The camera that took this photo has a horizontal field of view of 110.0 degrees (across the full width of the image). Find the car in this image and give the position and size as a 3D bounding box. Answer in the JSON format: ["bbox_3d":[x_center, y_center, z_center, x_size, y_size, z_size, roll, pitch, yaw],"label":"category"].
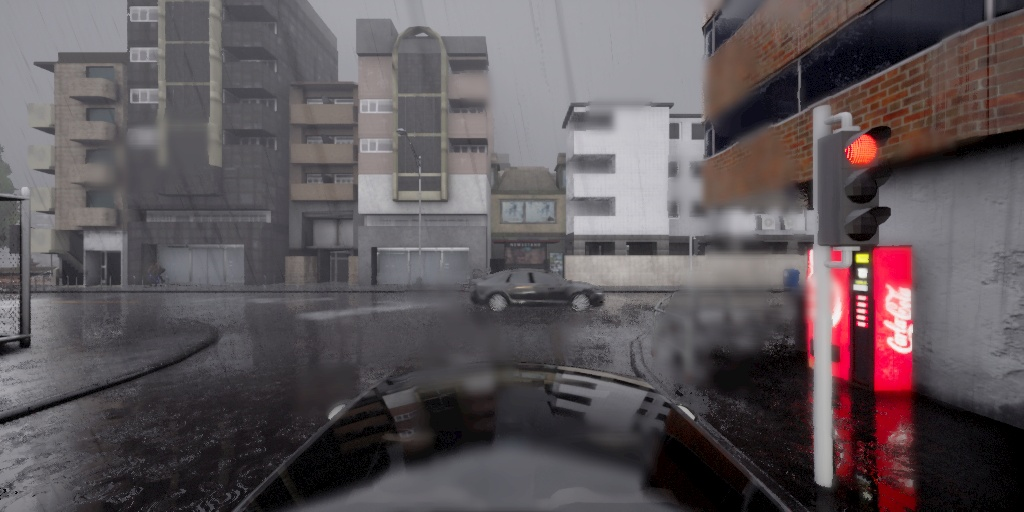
[{"bbox_3d":[0.906,1.255,13.360,4.892,1.490,1.837,0,0,0],"label":"car"}]

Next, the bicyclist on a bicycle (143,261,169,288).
[{"bbox_3d":[-21.609,1.099,21.745,0.582,1.620,1.656,0,0,0],"label":"bicyclist on a bicycle"}]
